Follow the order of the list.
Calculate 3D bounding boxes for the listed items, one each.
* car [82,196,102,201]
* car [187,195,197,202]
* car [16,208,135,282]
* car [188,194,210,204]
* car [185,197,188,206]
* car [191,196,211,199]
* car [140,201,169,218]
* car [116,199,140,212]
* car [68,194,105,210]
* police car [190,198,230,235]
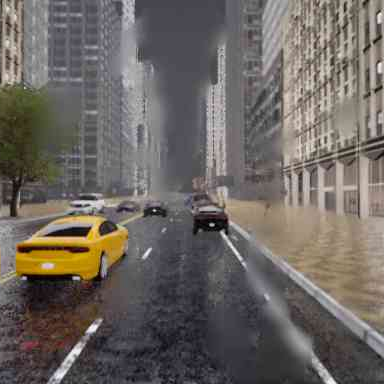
[{"bbox_3d":[-25.670,1.696,85.583,4.403,1.369,2.008,-1,0,-1],"label":"car"},{"bbox_3d":[0.001,1.368,70.871,1.882,1.535,5.008,0,0,0],"label":"car"},{"bbox_3d":[-3.137,1.461,9.743,1.882,1.535,5.008,0,0,0],"label":"car"},{"bbox_3d":[0.975,1.170,34.745,2.150,2.045,5.566,0,0,0],"label":"car"},{"bbox_3d":[0.002,1.270,52.893,2.097,1.767,4.553,0,0,0],"label":"car"},{"bbox_3d":[0.975,1.410,28.904,1.801,1.575,5.366,0,0,0],"label":"car"},{"bbox_3d":[-3.148,1.516,29.935,1.994,1.385,4.181,0,0,0],"label":"car"},{"bbox_3d":[-6.598,1.492,34.906,2.033,1.411,5.357,0,0,0],"label":"car"},{"bbox_3d":[-9.845,1.173,31.522,2.150,2.045,5.566,0,0,0],"label":"car"},{"bbox_3d":[0.975,1.395,18.821,1.930,1.638,5.238,0,0,0],"label":"police car"}]
